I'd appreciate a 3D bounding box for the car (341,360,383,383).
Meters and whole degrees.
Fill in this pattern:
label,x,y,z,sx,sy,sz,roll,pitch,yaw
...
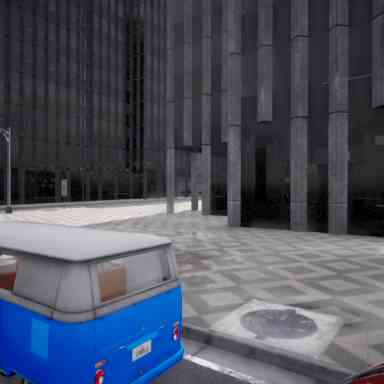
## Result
label,x,y,z,sx,sy,sz,roll,pitch,yaw
car,2.496,1.440,1.186,4.097,1.590,1.967,0,0,35

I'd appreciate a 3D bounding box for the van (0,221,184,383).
label,x,y,z,sx,sy,sz,roll,pitch,yaw
van,-2.003,1.341,4.391,3.998,1.788,1.690,0,0,35
